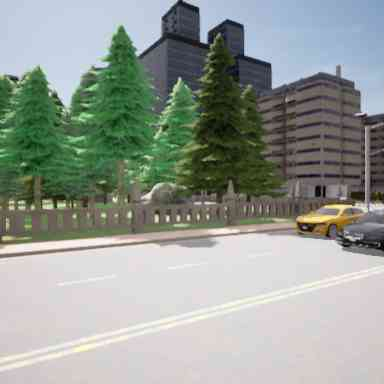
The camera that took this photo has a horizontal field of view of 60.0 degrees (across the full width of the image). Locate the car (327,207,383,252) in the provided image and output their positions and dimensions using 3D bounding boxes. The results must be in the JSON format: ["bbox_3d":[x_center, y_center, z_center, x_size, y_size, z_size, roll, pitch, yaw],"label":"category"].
[{"bbox_3d":[7.828,1.471,13.349,4.892,1.490,1.837,0,0,-33],"label":"car"}]

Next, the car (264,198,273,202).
[{"bbox_3d":[11.919,1.251,52.108,2.097,1.767,4.553,0,0,-33],"label":"car"}]

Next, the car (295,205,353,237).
[{"bbox_3d":[7.490,1.438,17.314,5.008,1.535,1.882,0,0,-33],"label":"car"}]
